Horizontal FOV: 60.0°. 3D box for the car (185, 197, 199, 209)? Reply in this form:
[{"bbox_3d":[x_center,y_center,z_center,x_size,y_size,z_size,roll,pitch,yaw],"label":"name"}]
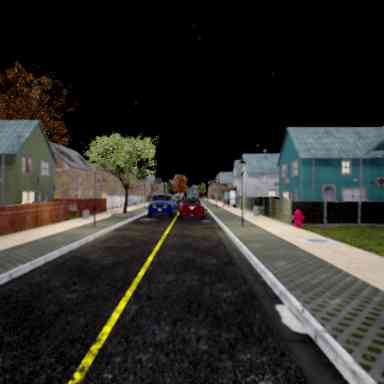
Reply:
[{"bbox_3d":[0.061,1.468,45.019,1.812,1.442,4.674,0,0,0],"label":"car"}]

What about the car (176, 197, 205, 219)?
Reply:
[{"bbox_3d":[0.011,1.291,28.474,2.097,1.767,4.553,0,0,0],"label":"car"}]

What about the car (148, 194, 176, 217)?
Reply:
[{"bbox_3d":[-2.755,1.161,30.950,2.150,2.045,5.566,0,0,0],"label":"car"}]

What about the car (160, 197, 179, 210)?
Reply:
[{"bbox_3d":[-2.761,1.435,42.306,2.128,1.511,4.902,0,0,0],"label":"car"}]
